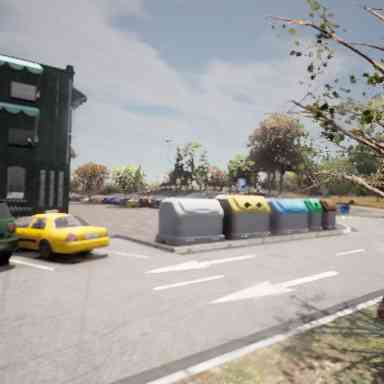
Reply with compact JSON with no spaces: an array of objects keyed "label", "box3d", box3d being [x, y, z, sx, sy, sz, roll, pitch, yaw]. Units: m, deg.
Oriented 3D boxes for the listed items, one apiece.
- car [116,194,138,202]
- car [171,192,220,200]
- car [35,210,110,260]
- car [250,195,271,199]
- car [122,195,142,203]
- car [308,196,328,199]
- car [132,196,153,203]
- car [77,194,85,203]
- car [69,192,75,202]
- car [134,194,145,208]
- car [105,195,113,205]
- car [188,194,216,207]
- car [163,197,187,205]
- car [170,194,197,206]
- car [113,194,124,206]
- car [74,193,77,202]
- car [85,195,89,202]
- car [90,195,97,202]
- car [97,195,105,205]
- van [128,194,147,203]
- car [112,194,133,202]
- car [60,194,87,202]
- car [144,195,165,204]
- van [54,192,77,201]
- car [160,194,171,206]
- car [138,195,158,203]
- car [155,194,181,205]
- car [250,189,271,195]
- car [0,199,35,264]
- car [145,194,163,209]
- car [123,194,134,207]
[{"label":"car","box3d":[-17.111,1.607,87.796,2.435,2.045,5.566,2,-2,35]},{"label":"car","box3d":[0.890,0.990,32.149,2.435,2.045,5.566,1,-1,35]},{"label":"car","box3d":[-5.367,1.458,12.291,5.366,1.575,1.946,-1,-1,35]},{"label":"car","box3d":[10.486,1.726,48.122,2.185,1.767,4.553,2,-2,35]},{"label":"car","box3d":[-15.362,1.735,85.360,2.185,1.767,4.553,2,-2,35]},{"label":"car","box3d":[15.648,1.597,40.681,2.435,2.045,5.566,1,-2,35]},{"label":"car","box3d":[-11.938,1.860,80.371,2.231,1.521,4.892,1,-2,35]},{"label":"car","box3d":[-16.076,1.243,56.324,1.946,1.575,5.366,1,-1,35]},{"label":"car","box3d":[-22.743,1.126,66.179,2.185,1.767,4.553,0,-1,35]},{"label":"car","box3d":[-4.185,1.118,39.442,2.185,1.767,4.553,0,-1,35]},{"label":"car","box3d":[-9.240,1.275,46.729,2.163,1.488,4.792,1,-1,35]},{"label":"car","box3d":[1.871,1.604,60.539,2.435,2.045,5.566,1,-2,35]},{"label":"car","box3d":[-3.433,1.844,67.802,1.946,1.575,5.366,1,-2,35]},{"label":"car","box3d":[-1.618,1.603,65.456,2.435,2.045,5.566,1,-2,35]},{"label":"car","box3d":[-7.539,1.247,44.320,2.231,1.521,4.892,0,-1,35]},{"label":"car","box3d":[-17.655,1.280,58.936,2.163,1.488,4.792,0,-1,35]},{"label":"car","box3d":[-14.292,1.248,54.052,2.097,1.535,5.008,1,-1,35]},{"label":"car","box3d":[-12.702,1.241,51.462,1.946,1.575,5.366,1,-1,35]},{"label":"car","box3d":[-10.908,1.247,49.182,2.097,1.535,5.008,0,-1,35]},{"label":"van","box3d":[-13.596,1.639,82.955,1.878,1.987,4.442,1,-2,35]},{"label":"car","box3d":[-18.823,1.609,90.333,2.435,2.045,5.566,1,-2,35]},{"label":"car","box3d":[-24.417,1.254,68.638,2.231,1.521,4.892,1,-1,35]},{"label":"car","box3d":[-8.514,1.731,75.384,2.185,1.767,4.553,1,-2,35]},{"label":"van","box3d":[-27.849,1.025,73.398,1.878,1.987,4.442,1,-1,35]},{"label":"car","box3d":[-0.793,1.282,34.603,2.002,1.452,4.674,1,-1,35]},{"label":"car","box3d":[-10.248,1.731,77.868,2.185,1.767,4.553,1,-2,35]},{"label":"car","box3d":[-5.026,1.607,70.470,2.435,2.045,5.566,1,-2,35]},{"label":"car","box3d":[11.775,0.112,58.428,1.994,1.385,4.181,2,3,-34]},{"label":"car","box3d":[-7.707,1.206,10.451,5.566,2.045,2.435,-1,-1,35]},{"label":"car","box3d":[-2.483,1.244,37.030,2.231,1.521,4.892,0,-1,35]},{"label":"car","box3d":[-5.754,1.246,42.050,1.946,1.575,5.366,0,-1,35]}]
